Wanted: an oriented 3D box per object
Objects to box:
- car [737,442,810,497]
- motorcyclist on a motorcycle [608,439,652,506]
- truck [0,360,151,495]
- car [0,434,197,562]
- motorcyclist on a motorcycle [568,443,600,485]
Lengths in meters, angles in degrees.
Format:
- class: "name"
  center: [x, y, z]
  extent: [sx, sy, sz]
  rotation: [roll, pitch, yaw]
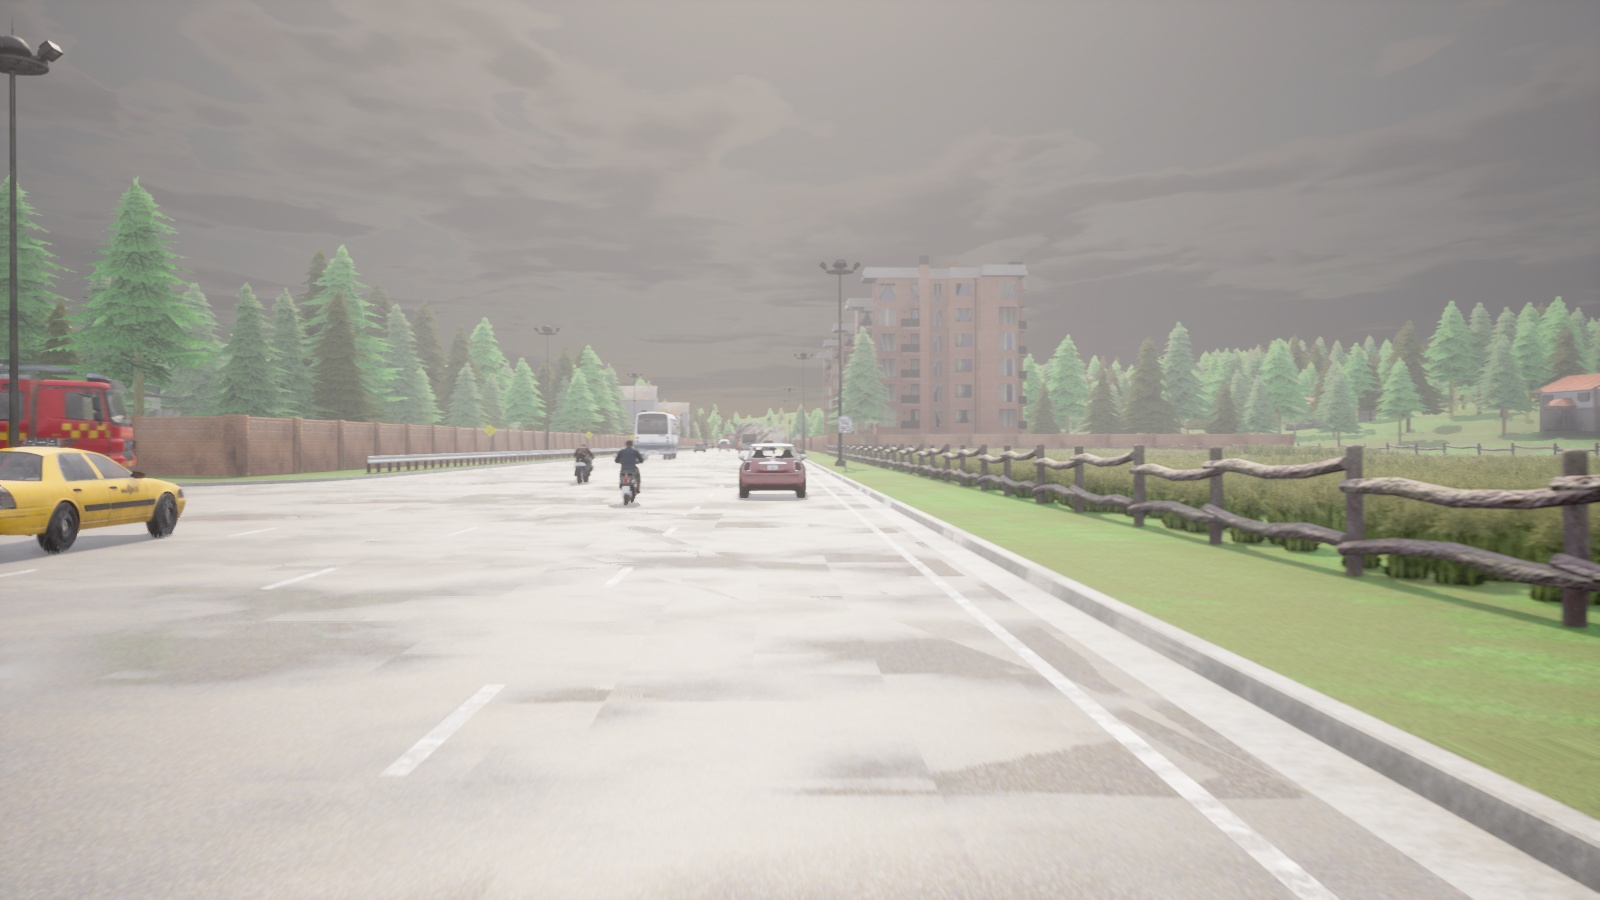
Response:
- class: "car"
  center: [-0.753, 0.511, 35.587]
  extent: [1.970, 1.475, 3.806]
  rotation: [0, 0, -1]
- class: "motorcyclist on a motorcycle"
  center: [-4.143, 0.525, 30.695]
  extent: [0.866, 1.590, 1.817]
  rotation: [0, 0, -1]
- class: "truck"
  center: [-23.932, -0.638, 36.751]
  extent: [8.468, 3.827, 2.891]
  rotation: [0, 0, -21]
- class: "car"
  center: [-10.860, 0.577, 18.150]
  extent: [1.801, 1.575, 5.366]
  rotation: [0, 0, -1]
- class: "motorcyclist on a motorcycle"
  center: [-8.006, 0.514, 46.635]
  extent: [0.866, 1.530, 2.191]
  rotation: [0, 0, -1]
